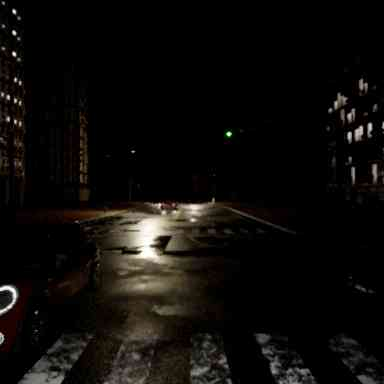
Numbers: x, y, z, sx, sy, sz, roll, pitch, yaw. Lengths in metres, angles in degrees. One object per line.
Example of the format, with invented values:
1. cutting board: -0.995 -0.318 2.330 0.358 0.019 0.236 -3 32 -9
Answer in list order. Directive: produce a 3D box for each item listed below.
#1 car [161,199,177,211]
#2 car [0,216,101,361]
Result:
1. car: -3.280 1.804 48.621 2.097 1.767 4.553 0 -1 0
2. car: -3.252 1.424 6.204 2.097 1.767 4.553 0 -1 0
